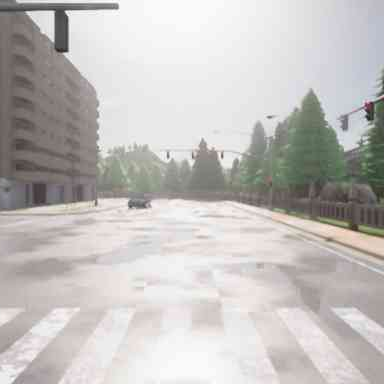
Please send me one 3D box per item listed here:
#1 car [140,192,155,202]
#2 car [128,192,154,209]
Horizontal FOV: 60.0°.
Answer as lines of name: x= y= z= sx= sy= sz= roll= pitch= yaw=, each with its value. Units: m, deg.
car: x=-9.412 y=0.997 z=69.589 sx=2.150 sy=2.045 sz=5.566 roll=0 pitch=0 yaw=-19
car: x=-6.634 y=1.172 z=42.458 sx=2.097 sy=1.767 sz=4.553 roll=0 pitch=0 yaw=6
